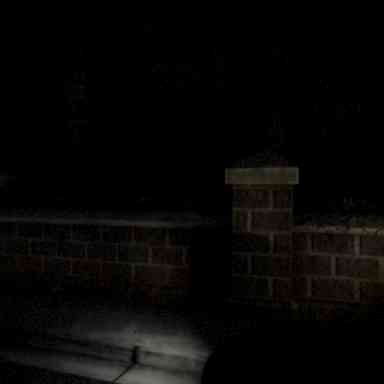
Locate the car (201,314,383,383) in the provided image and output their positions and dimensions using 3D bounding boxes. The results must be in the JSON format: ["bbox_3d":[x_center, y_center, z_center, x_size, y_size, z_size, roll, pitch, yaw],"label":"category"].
[{"bbox_3d":[2.336,1.528,2.280,4.674,1.442,1.812,0,0,17],"label":"car"}]
